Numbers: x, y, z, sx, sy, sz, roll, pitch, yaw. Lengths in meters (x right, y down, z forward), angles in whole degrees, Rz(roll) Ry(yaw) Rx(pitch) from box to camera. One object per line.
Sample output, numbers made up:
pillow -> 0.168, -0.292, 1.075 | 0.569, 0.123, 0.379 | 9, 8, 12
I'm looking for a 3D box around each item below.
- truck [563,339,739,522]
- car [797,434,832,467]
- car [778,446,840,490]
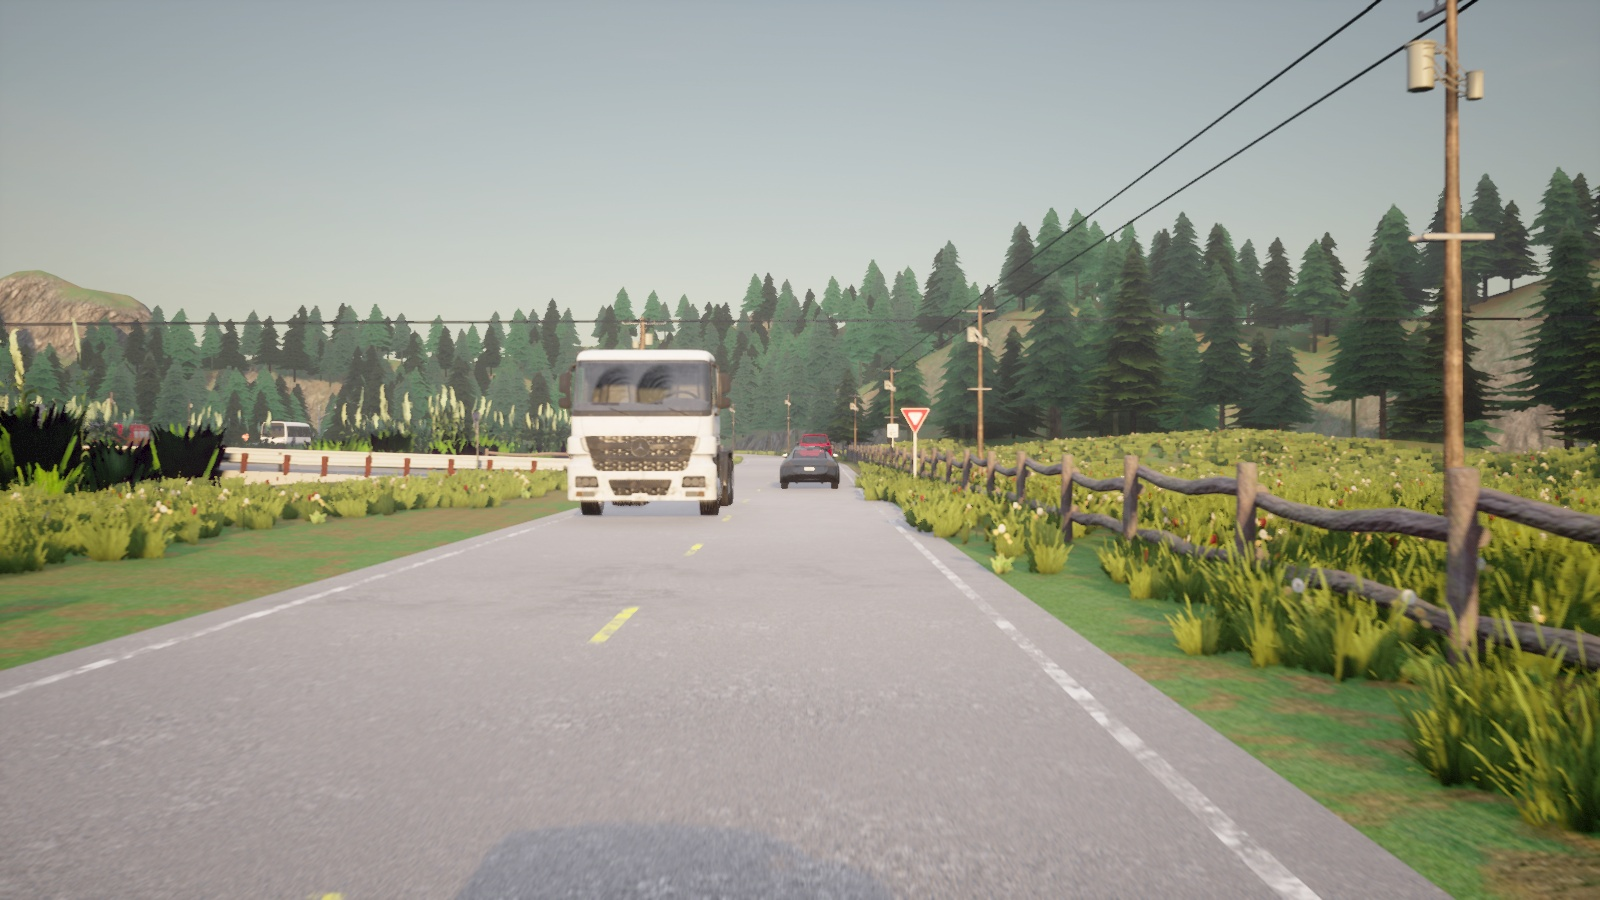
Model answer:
truck -> -3.027, -0.393, 27.778 | 2.891, 3.462, 7.936 | 0, 0, 0
car -> 0.940, 0.023, 79.183 | 2.150, 2.045, 5.566 | 0, 0, 1
car -> 0.341, 0.573, 42.443 | 1.994, 1.385, 4.181 | 0, 0, 1
